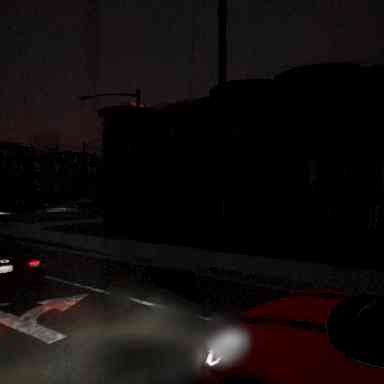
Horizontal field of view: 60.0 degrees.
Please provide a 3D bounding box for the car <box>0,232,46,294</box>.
[{"bbox_3d":[-5.627,1.548,7.981,5.357,1.411,2.033,0,0,37],"label":"car"}]

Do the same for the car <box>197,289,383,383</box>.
[{"bbox_3d":[2.241,1.352,2.398,4.553,1.767,2.097,0,0,36],"label":"car"}]

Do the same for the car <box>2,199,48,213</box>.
[{"bbox_3d":[-18.362,1.564,37.273,1.994,1.385,4.181,0,0,36],"label":"car"}]

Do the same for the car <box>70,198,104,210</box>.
[{"bbox_3d":[-13.294,1.601,44.354,1.895,1.301,4.718,0,0,36],"label":"car"}]

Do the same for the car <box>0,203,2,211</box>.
[{"bbox_3d":[-20.876,1.547,39.782,2.033,1.411,5.357,0,0,36],"label":"car"}]
